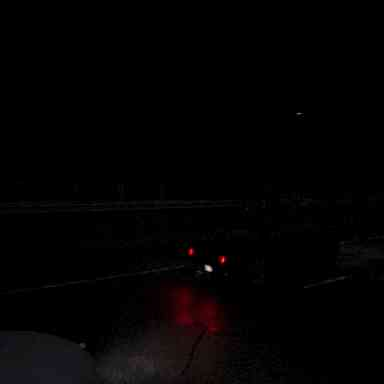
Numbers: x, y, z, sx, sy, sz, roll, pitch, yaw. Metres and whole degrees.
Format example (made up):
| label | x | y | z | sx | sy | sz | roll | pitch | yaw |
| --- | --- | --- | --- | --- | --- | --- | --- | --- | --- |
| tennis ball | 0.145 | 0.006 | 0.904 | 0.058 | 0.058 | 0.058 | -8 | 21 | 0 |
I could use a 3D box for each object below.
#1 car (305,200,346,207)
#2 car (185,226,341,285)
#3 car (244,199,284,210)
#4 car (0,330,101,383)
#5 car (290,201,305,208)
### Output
| label | x | y | z | sx | sy | sz | roll | pitch | yaw |
| --- | --- | --- | --- | --- | --- | --- | --- | --- | --- |
| car | 12.432 | 1.599 | 29.648 | 4.181 | 1.385 | 1.994 | 0 | 0 | -34 |
| car | 2.234 | 1.630 | 9.605 | 4.718 | 1.301 | 1.895 | 0 | 0 | -35 |
| car | 7.571 | 1.529 | 34.809 | 4.892 | 1.490 | 1.837 | 0 | 0 | -34 |
| car | -2.813 | 1.511 | 1.730 | 4.674 | 1.442 | 1.812 | 1 | 0 | -36 |
| car | 11.844 | 1.552 | 33.476 | 4.674 | 1.442 | 1.812 | 0 | 0 | -34 |
